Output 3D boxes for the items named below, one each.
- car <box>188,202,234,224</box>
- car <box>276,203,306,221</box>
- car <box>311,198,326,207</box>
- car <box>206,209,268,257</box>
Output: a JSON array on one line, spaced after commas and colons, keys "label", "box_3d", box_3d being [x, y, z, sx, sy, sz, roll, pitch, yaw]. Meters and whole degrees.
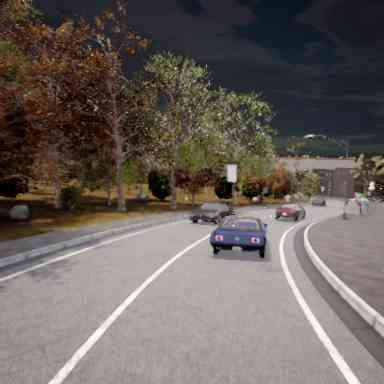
[{"label": "car", "box_3d": [1.568, 1.431, 23.368, 2.033, 1.411, 5.357, 3, 1, 23]}, {"label": "car", "box_3d": [8.684, 1.667, 29.127, 1.812, 1.442, 4.674, 4, 1, 29]}, {"label": "car", "box_3d": [22.459, 1.833, 58.961, 1.837, 1.490, 4.892, 4, 2, 32]}, {"label": "car", "box_3d": [2.030, 1.602, 13.186, 1.895, 1.301, 4.718, 2, 0, 14]}]
